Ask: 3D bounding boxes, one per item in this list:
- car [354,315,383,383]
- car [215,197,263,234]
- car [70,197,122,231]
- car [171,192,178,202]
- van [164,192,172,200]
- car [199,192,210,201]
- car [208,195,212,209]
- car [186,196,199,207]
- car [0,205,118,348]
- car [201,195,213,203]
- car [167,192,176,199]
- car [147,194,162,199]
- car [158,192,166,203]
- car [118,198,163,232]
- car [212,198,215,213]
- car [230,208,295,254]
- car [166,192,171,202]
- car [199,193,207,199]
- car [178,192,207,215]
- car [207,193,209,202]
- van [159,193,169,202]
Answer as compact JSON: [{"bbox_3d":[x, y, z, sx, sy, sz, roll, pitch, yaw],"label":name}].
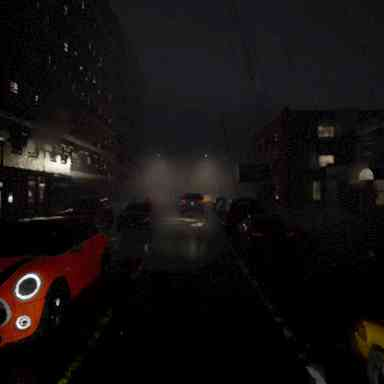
[{"bbox_3d":[2.695,1.514,1.908,1.752,1.417,4.829,0,0,0],"label":"car"},{"bbox_3d":[2.708,1.214,18.354,2.192,1.841,5.009,0,0,0],"label":"car"},{"bbox_3d":[-5.673,1.214,18.360,2.192,1.841,5.009,0,0,0],"label":"car"},{"bbox_3d":[-2.953,1.164,67.452,1.837,1.490,4.892,0,1,0],"label":"car"},{"bbox_3d":[-5.630,0.972,79.291,1.690,1.788,3.998,0,0,0],"label":"van"},{"bbox_3d":[2.747,0.967,73.746,2.192,1.841,5.009,0,0,0],"label":"car"},{"bbox_3d":[3.174,1.310,37.538,1.837,1.490,4.892,0,0,0],"label":"car"},{"bbox_3d":[0.106,1.288,46.801,1.812,1.442,4.674,0,0,0],"label":"car"},{"bbox_3d":[-3.093,1.315,6.555,2.097,1.767,4.553,0,0,0],"label":"car"},{"bbox_3d":[2.738,1.245,62.669,2.008,1.369,4.403,0,0,0],"label":"car"},{"bbox_3d":[-5.621,0.910,90.370,2.192,1.841,5.009,0,0,0],"label":"car"},{"bbox_3d":[-5.654,1.310,46.057,1.887,1.381,4.507,0,0,0],"label":"car"},{"bbox_3d":[-5.650,1.181,51.595,1.967,1.590,4.097,0,0,0],"label":"car"},{"bbox_3d":[-3.074,1.371,19.540,1.882,1.535,5.008,0,1,0],"label":"car"},{"bbox_3d":[3.172,1.364,30.538,1.812,1.442,4.674,0,0,0],"label":"car"},{"bbox_3d":[2.702,1.511,12.817,1.802,1.307,4.206,0,0,0],"label":"car"},{"bbox_3d":[-5.641,1.009,62.674,2.192,1.841,5.009,0,0,0],"label":"car"},{"bbox_3d":[2.755,1.053,84.825,1.967,1.590,4.097,0,0,0],"label":"car"},{"bbox_3d":[0.055,1.053,32.214,2.150,2.045,5.566,0,1,0],"label":"car"},{"bbox_3d":[2.735,1.242,57.299,1.752,1.417,4.829,0,0,0],"label":"car"},{"bbox_3d":[-5.637,1.013,68.214,1.690,1.788,3.998,0,0,0],"label":"van"}]
